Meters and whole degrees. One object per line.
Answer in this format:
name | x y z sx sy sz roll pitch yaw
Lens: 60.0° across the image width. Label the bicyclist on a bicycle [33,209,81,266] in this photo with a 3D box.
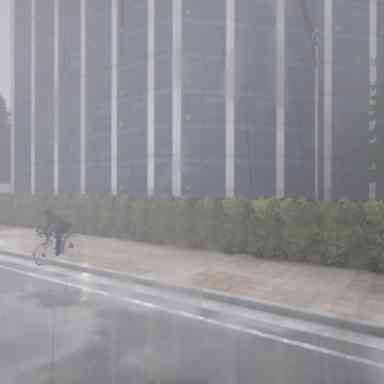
bicyclist on a bicycle | -4.131 1.311 10.146 0.582 1.620 1.656 0 8 34
